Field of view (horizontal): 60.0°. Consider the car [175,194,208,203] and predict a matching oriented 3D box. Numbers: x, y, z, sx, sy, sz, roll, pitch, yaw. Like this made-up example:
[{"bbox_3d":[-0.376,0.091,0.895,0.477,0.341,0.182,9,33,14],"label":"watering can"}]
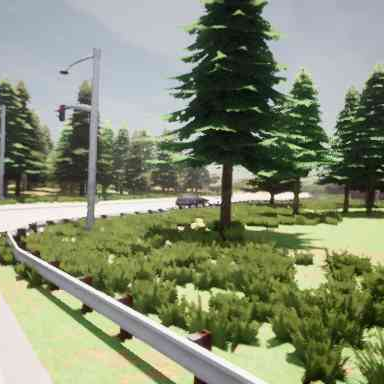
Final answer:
[{"bbox_3d":[0.102,0.934,36.042,2.033,1.411,5.357,4,2,26],"label":"car"}]
